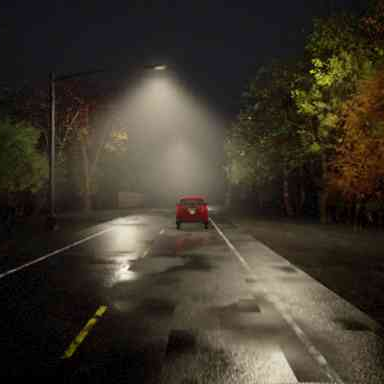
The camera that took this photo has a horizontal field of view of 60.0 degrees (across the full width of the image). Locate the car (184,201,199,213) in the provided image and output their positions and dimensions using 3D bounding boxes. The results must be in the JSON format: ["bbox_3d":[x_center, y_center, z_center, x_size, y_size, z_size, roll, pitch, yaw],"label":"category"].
[{"bbox_3d":[-0.085,1.829,41.809,1.812,1.442,4.674,0,-1,0],"label":"car"}]

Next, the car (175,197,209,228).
[{"bbox_3d":[0.006,1.394,23.663,2.150,2.045,5.566,0,0,0],"label":"car"}]
